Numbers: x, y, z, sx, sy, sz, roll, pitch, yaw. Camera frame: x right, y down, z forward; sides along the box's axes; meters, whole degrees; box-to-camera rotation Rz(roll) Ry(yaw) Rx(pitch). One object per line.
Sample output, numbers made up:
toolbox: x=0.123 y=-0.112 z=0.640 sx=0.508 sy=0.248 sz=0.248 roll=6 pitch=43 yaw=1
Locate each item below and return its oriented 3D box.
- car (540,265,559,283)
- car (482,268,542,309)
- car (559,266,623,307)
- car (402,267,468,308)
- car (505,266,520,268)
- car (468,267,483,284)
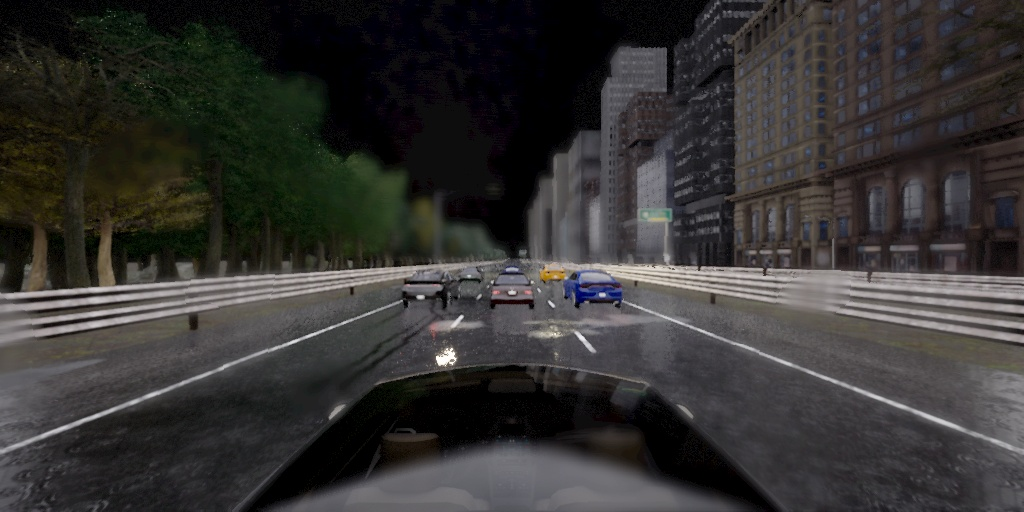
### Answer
car: x=3.519 y=1.534 z=31.316 sx=1.882 sy=1.535 sz=5.008 roll=0 pitch=0 yaw=0
car: x=0.007 y=1.436 z=15.835 sx=2.033 sy=1.411 sz=5.357 roll=0 pitch=-1 yaw=0
car: x=3.512 y=1.372 z=16.336 sx=1.882 sy=1.535 sz=5.008 roll=0 pitch=0 yaw=0
car: x=-3.490 y=1.385 z=16.140 sx=2.128 sy=1.511 sz=4.902 roll=0 pitch=0 yaw=0
car: x=0.018 y=1.580 z=31.229 sx=1.812 sy=1.442 sz=4.674 roll=0 pitch=0 yaw=0
car: x=-3.481 y=1.618 z=31.122 sx=1.994 sy=1.385 sz=4.181 roll=0 pitch=-1 yaw=0
